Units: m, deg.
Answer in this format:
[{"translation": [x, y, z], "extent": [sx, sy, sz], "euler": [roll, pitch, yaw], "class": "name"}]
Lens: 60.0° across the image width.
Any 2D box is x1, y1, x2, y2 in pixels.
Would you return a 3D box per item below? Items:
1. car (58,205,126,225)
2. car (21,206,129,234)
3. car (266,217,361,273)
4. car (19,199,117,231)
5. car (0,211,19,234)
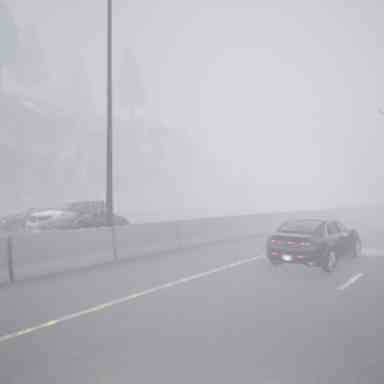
[{"translation": [-8.570, 1.878, 28.838], "extent": [2.033, 1.411, 5.357], "euler": [-1, -1, 42], "class": "car"}, {"translation": [-5.339, 1.681, 16.438], "extent": [2.128, 1.511, 4.902], "euler": [-1, -1, 39], "class": "car"}, {"translation": [4.228, 1.619, 11.232], "extent": [1.837, 1.490, 4.892], "euler": [-1, -1, 40], "class": "car"}, {"translation": [-6.911, 1.454, 20.070], "extent": [2.150, 2.045, 5.566], "euler": [-1, -1, 40], "class": "car"}, {"translation": [-10.247, 1.746, 21.468], "extent": [2.128, 1.511, 4.902], "euler": [-1, -1, 40], "class": "car"}]
